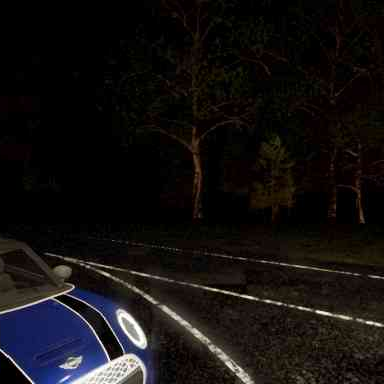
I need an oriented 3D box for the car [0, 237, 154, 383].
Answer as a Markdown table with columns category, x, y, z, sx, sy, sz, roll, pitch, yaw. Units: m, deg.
| category | x | y | z | sx | sy | sz | roll | pitch | yaw |
| --- | --- | --- | --- | --- | --- | --- | --- | --- | --- |
| car | -2.582 | 1.338 | 3.726 | 4.553 | 1.767 | 2.097 | 1 | 0 | 35 |
